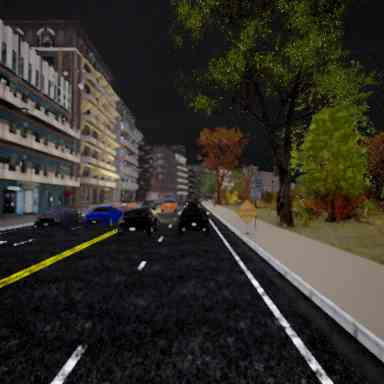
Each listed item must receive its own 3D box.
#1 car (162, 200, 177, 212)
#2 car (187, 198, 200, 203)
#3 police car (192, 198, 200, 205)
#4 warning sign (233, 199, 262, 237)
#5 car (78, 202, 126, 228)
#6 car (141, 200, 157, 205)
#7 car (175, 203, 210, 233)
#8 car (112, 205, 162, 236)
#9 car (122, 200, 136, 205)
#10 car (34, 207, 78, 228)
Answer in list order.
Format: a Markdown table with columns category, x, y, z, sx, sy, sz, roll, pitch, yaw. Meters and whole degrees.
| category | x | y | z | sx | sy | sz | roll | pitch | yaw |
| --- | --- | --- | --- | --- | --- | --- | --- | --- | --- |
| car | -3.214 | 1.905 | 47.857 | 2.097 | 1.767 | 4.553 | 0 | -1 | 0 |
| car | 0.042 | 2.062 | 47.937 | 1.837 | 1.490 | 4.892 | 0 | 0 | 0 |
| police car | 1.026 | 2.450 | 87.348 | 1.930 | 1.638 | 5.238 | 0 | -1 | 0 |
| warning sign | 2.852 | 1.315 | 17.252 | 1.300 | 1.860 | 1.060 | -1 | -1 | 0 |
| car | -6.585 | 1.764 | 24.898 | 1.882 | 1.535 | 5.008 | 0 | -1 | 0 |
| car | -6.488 | 1.927 | 49.802 | 2.097 | 1.767 | 4.553 | 0 | -1 | 0 |
| car | 0.113 | 1.724 | 21.379 | 1.882 | 1.535 | 5.008 | 0 | -1 | 0 |
| car | -3.137 | 1.734 | 19.900 | 1.837 | 1.490 | 4.892 | 0 | -1 | 0 |
| car | -9.735 | 1.929 | 50.013 | 2.097 | 1.767 | 4.553 | 0 | -1 | 0 |
| car | -9.836 | 1.835 | 25.091 | 2.033 | 1.411 | 5.357 | 0 | -1 | 0 |
